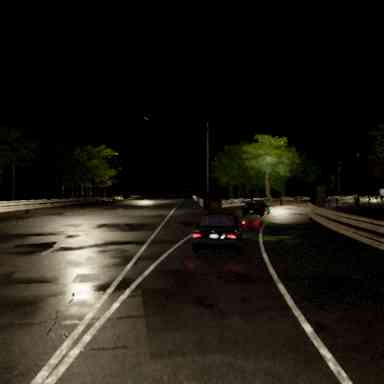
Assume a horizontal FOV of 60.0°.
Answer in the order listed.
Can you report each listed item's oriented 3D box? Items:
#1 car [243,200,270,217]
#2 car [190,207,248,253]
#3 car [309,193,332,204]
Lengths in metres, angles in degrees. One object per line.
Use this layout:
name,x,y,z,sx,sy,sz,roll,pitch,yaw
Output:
car,6.102,1.517,31.374,2.128,1.511,4.902,0,0,22
car,1.179,1.556,13.830,2.033,1.411,5.357,0,0,10
car,22.072,1.253,57.084,2.150,2.045,5.566,0,0,42
